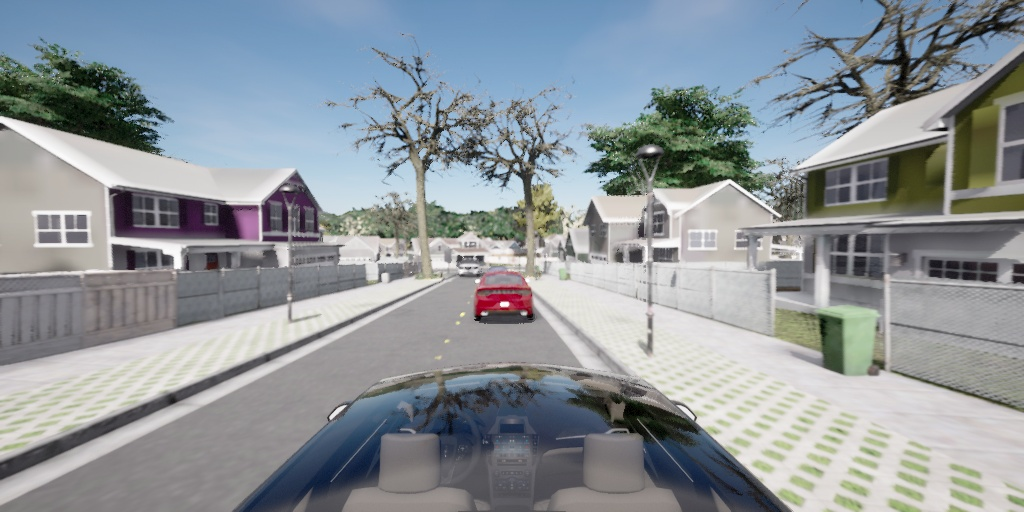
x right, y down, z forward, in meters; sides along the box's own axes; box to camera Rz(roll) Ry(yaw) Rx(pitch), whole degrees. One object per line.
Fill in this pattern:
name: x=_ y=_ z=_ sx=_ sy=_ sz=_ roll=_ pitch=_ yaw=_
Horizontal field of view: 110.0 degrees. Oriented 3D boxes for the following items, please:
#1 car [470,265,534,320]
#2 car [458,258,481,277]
car: x=-0.328 y=1.278 z=12.995 sx=1.882 sy=1.535 sz=5.008 roll=0 pitch=0 yaw=-2
car: x=-4.594 y=1.238 z=39.293 sx=2.150 sy=2.045 sz=5.566 roll=0 pitch=-1 yaw=-3
